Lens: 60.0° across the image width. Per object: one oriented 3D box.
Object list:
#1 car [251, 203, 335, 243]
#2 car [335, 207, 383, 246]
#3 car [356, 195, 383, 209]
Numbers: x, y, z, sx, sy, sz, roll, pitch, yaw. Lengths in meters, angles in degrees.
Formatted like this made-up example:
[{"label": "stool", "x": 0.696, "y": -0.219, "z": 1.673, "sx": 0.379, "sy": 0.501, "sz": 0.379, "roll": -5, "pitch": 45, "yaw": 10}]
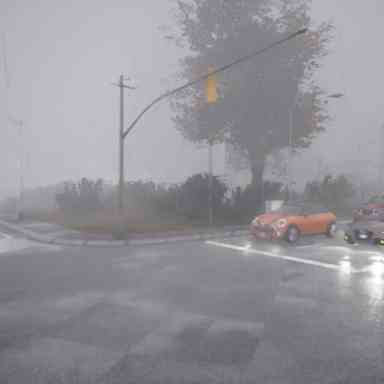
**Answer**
[{"label": "car", "x": 5.000, "y": 1.347, "z": 16.186, "sx": 4.553, "sy": 1.767, "sz": 2.097, "roll": 0, "pitch": 0, "yaw": -35}, {"label": "car", "x": 8.363, "y": 1.558, "z": 14.253, "sx": 4.181, "sy": 1.385, "sz": 1.994, "roll": 0, "pitch": 0, "yaw": -35}, {"label": "car", "x": 12.836, "y": 1.206, "z": 21.708, "sx": 5.566, "sy": 2.045, "sz": 2.150, "roll": 0, "pitch": 0, "yaw": -35}]
